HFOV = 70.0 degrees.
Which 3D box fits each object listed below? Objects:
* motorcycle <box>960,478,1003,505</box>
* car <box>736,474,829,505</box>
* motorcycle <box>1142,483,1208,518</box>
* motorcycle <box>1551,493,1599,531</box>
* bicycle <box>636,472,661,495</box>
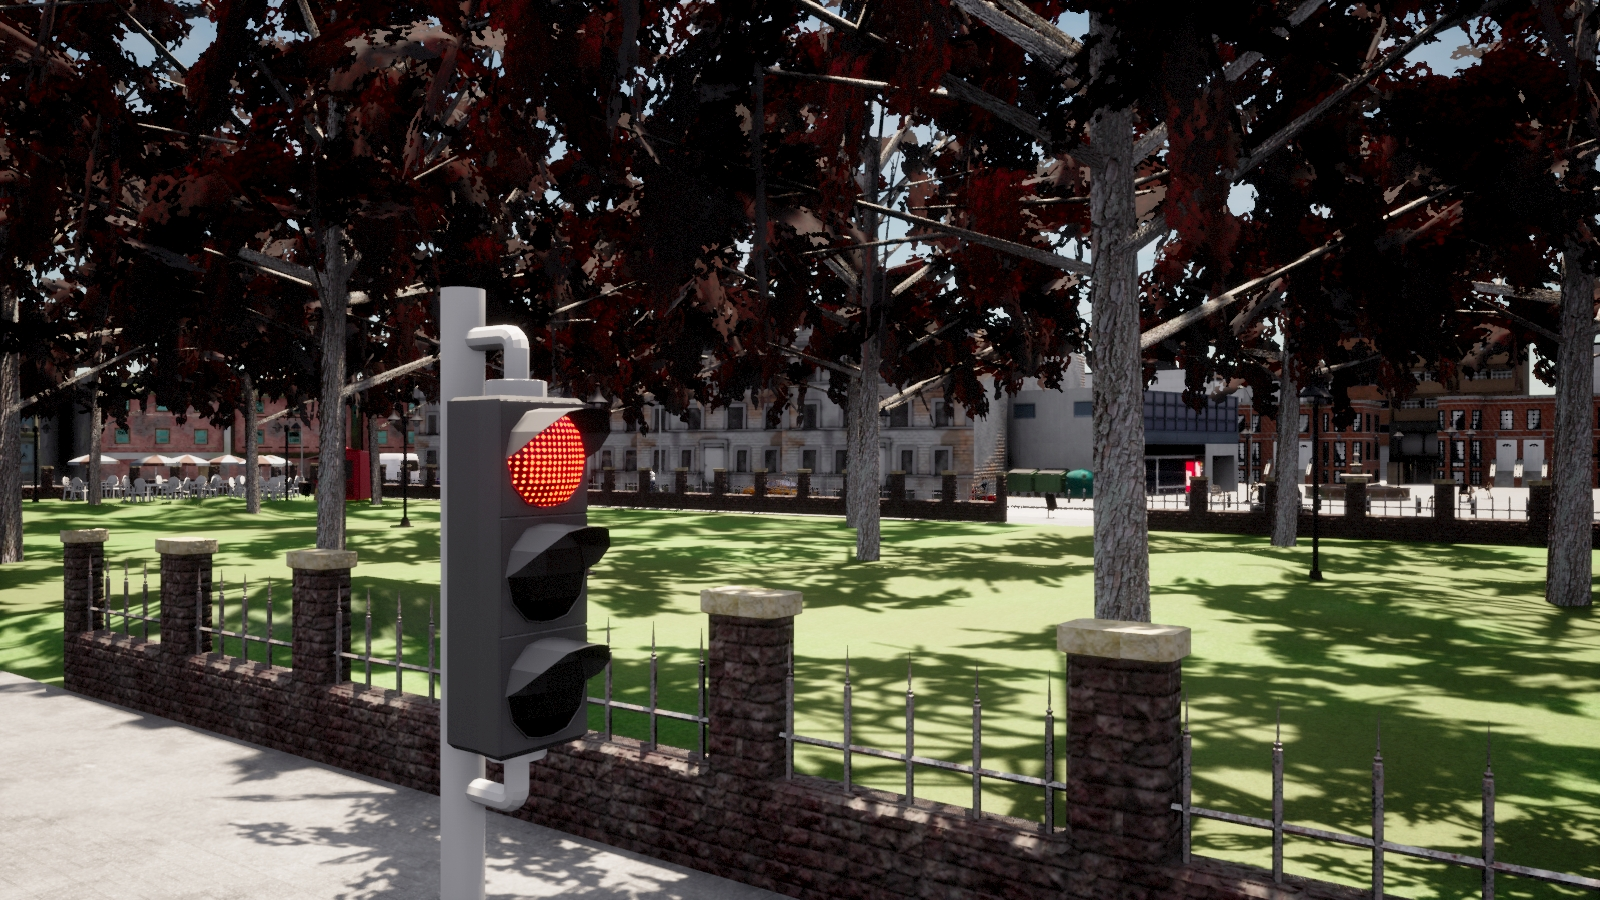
[{"bbox_3d":[8.600,1.962,54.098,1.805,1.236,0.856,0,0,36],"label":"motorcycle"},{"bbox_3d":[-0.872,1.898,56.061,4.181,1.385,1.994,0,0,36],"label":"car"},{"bbox_3d":[14.682,1.950,44.752,2.356,1.277,0.764,0,0,36],"label":"motorcycle"},{"bbox_3d":[25.486,1.993,36.891,2.033,1.145,0.803,0,0,36],"label":"motorcycle"},{"bbox_3d":[-8.875,1.936,66.817,1.643,1.296,0.373,0,0,36],"label":"bicycle"}]
